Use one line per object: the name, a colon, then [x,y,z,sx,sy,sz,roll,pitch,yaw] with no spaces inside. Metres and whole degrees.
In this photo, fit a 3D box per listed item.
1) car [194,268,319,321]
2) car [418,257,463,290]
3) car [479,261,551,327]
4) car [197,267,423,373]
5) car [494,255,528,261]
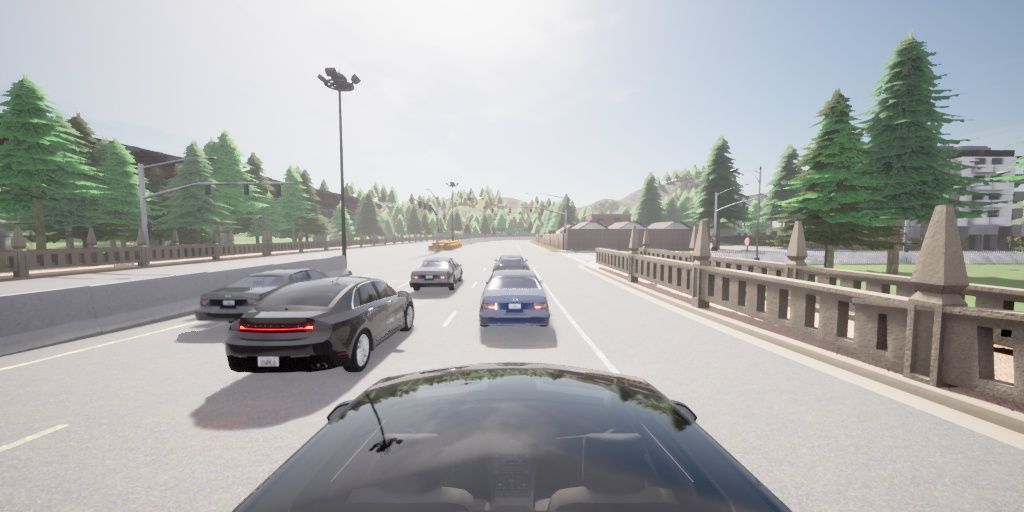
car: [-6.962,1.082,11.298,2.033,1.411,5.357,0,2,0]
car: [-3.503,0.755,17.279,2.033,1.411,5.357,0,4,-2]
car: [0.042,1.103,10.790,2.033,1.411,5.357,0,2,0]
car: [-3.437,1.173,7.444,1.837,1.490,4.892,0,1,0]
car: [-0.039,0.617,19.867,1.994,1.385,4.181,0,3,0]
